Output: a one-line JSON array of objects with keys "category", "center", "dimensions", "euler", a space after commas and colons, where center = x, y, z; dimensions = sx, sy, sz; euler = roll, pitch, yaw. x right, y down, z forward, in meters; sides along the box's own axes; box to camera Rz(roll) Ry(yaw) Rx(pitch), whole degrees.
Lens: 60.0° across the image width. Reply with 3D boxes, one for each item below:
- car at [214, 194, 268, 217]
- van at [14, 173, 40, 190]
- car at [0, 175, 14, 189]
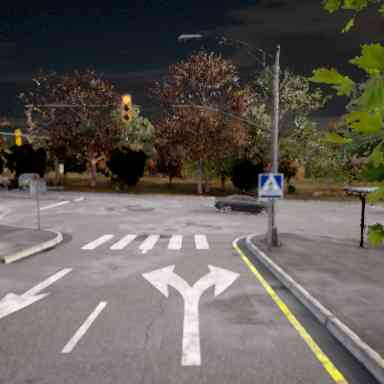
[{"category": "car", "center": [4.211, 0.972, 26.404], "dimensions": [4.892, 1.490, 1.837], "euler": [4, 4, 3]}, {"category": "van", "center": [-20.380, -1.328, 41.652], "dimensions": [1.878, 1.987, 4.442], "euler": [1, 5, -14]}, {"category": "car", "center": [-23.351, -1.355, 42.043], "dimensions": [2.185, 1.767, 4.553], "euler": [0, 5, -14]}]
